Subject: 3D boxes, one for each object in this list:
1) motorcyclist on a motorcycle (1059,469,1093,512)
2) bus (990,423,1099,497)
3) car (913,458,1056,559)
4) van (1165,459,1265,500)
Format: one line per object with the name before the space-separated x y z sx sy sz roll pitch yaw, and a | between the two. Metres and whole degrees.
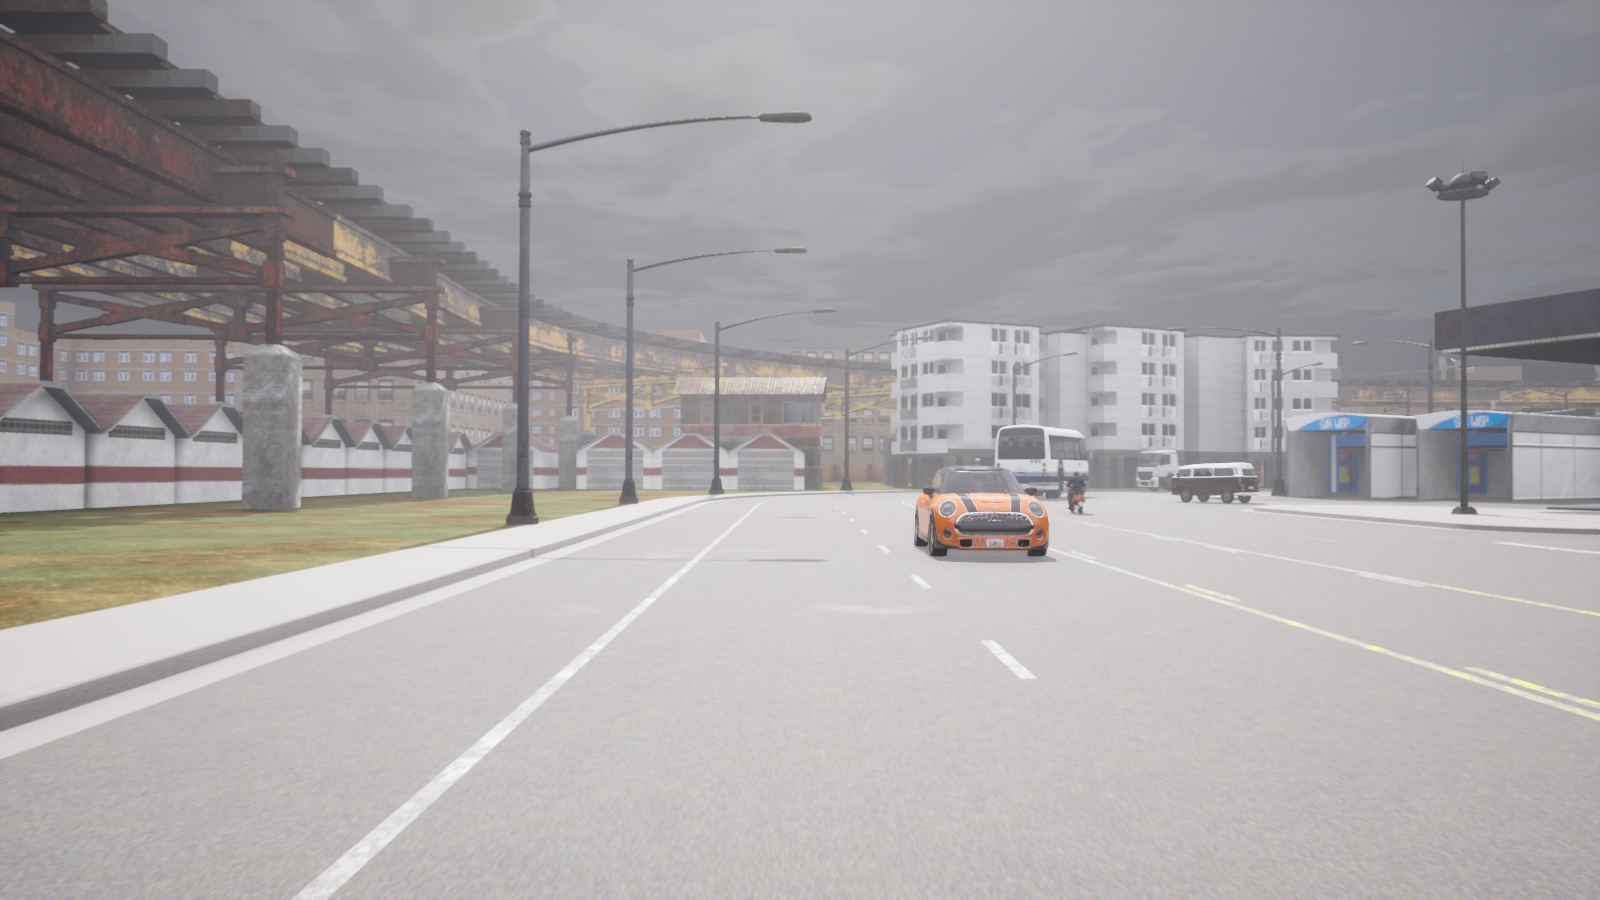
motorcyclist on a motorcycle | 10.394 1.518 47.267 0.866 1.590 1.817 0 -1 0
bus | 15.117 0.664 76.853 3.944 4.253 10.273 -1 -1 26
car | 3.444 1.067 24.349 2.097 1.767 4.553 0 -1 0
van | 21.494 1.536 65.134 2.069 2.038 4.480 1 -2 -37
